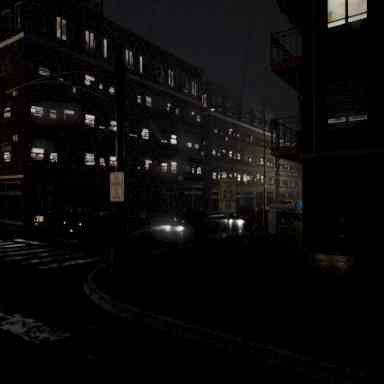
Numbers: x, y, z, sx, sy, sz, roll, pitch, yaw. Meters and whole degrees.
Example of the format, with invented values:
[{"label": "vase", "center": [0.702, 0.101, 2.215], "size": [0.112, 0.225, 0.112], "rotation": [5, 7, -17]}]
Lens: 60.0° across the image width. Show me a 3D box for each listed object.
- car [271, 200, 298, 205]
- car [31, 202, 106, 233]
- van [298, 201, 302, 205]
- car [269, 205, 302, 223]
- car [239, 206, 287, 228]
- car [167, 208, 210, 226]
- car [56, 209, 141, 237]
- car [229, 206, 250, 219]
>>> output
[{"label": "car", "center": [12.211, 2.065, 45.438], "size": [2.150, 2.045, 5.566], "rotation": [0, -1, 35]}, {"label": "car", "center": [-7.697, 1.604, 21.603], "size": [2.192, 1.841, 5.009], "rotation": [-1, -2, 35]}, {"label": "van", "center": [18.357, 2.463, 58.868], "size": [1.690, 1.788, 3.998], "rotation": [-1, -2, 35]}, {"label": "car", "center": [8.951, 2.121, 30.839], "size": [2.008, 1.369, 4.403], "rotation": [-2, -2, 35]}, {"label": "car", "center": [5.694, 2.048, 26.179], "size": [1.802, 1.307, 4.206], "rotation": [-2, -2, 35]}, {"label": "car", "center": [-0.195, 2.013, 27.793], "size": [1.994, 1.385, 4.181], "rotation": [0, -1, 34]}, {"label": "car", "center": [-5.435, 1.884, 20.320], "size": [1.895, 1.301, 4.718], "rotation": [0, -1, 36]}, {"label": "car", "center": [5.519, 2.196, 35.967], "size": [1.994, 1.385, 4.181], "rotation": [0, -1, 34]}]
